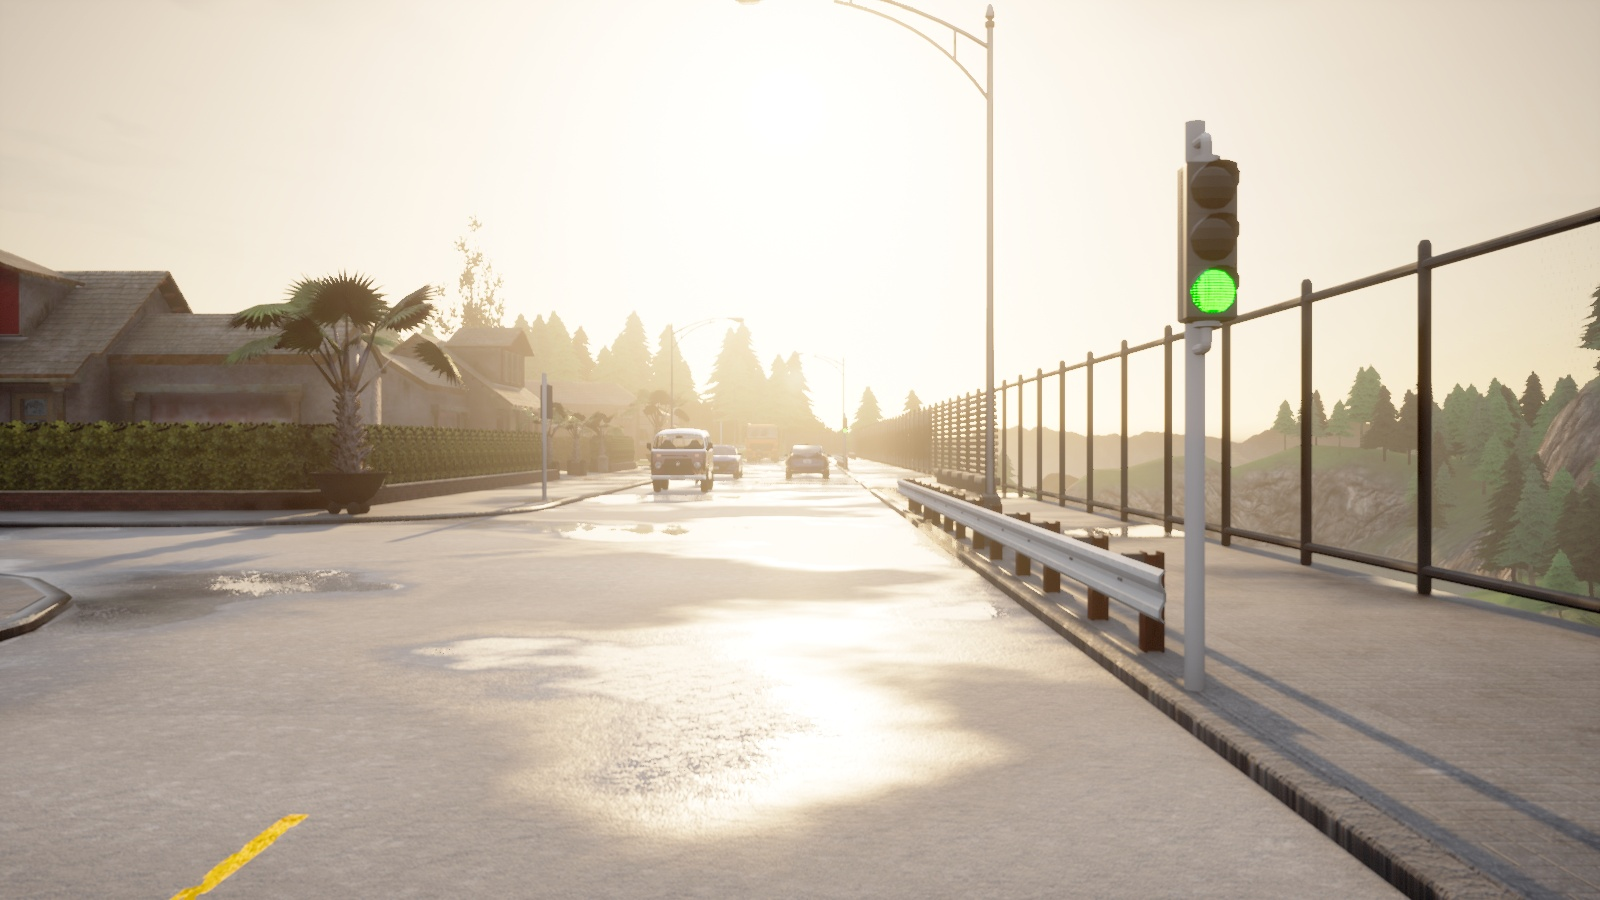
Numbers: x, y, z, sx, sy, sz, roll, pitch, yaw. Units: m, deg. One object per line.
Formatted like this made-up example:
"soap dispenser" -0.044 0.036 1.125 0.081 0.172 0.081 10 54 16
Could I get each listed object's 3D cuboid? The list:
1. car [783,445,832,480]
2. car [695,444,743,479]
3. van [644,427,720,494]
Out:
"car" 0.335 0.540 56.980 2.163 1.488 4.792 0 0 0
"car" -3.661 0.512 57.570 1.882 1.535 5.008 0 0 0
"van" -3.781 0.319 40.827 2.069 2.038 4.480 0 0 0
